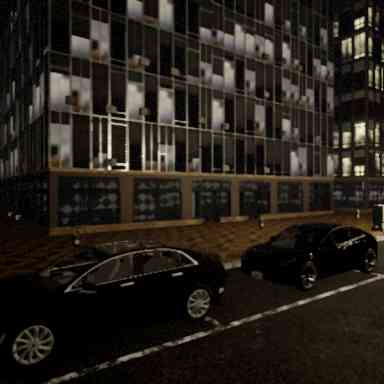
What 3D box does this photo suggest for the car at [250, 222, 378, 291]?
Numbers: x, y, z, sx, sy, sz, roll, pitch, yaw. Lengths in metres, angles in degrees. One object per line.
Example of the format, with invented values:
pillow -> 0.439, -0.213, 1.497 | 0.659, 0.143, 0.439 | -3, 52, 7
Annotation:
car -> 3.270, 1.515, 8.879 | 4.313, 1.339, 1.947 | 0, 0, -35

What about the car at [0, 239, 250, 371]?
car -> -1.368, 1.538, 5.578 | 4.403, 1.369, 2.008 | 0, 0, -35
